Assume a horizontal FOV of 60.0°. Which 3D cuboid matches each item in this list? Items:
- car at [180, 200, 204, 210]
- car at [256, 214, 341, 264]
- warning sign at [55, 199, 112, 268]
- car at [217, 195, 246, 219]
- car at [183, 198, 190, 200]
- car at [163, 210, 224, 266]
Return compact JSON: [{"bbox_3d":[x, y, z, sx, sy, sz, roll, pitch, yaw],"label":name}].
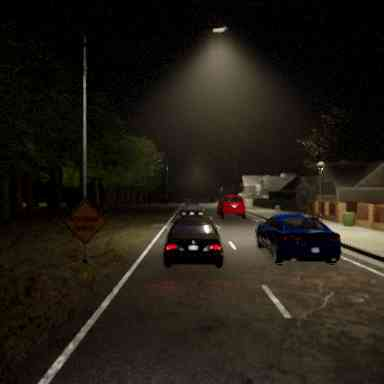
[{"bbox_3d":[0.022,1.624,26.600,2.033,1.411,5.357,0,0,0],"label":"car"},{"bbox_3d":[3.566,1.512,11.998,1.882,1.535,5.008,0,0,1],"label":"car"},{"bbox_3d":[-3.066,1.143,9.571,1.300,1.860,1.060,0,0,0],"label":"warning sign"},{"bbox_3d":[3.537,1.308,30.537,2.150,2.045,5.566,0,0,0],"label":"car"},{"bbox_3d":[-1.369,2.410,89.576,1.812,1.442,4.674,0,-1,0],"label":"car"},{"bbox_3d":[0.049,1.581,11.592,2.033,1.411,5.357,0,0,0],"label":"car"}]
